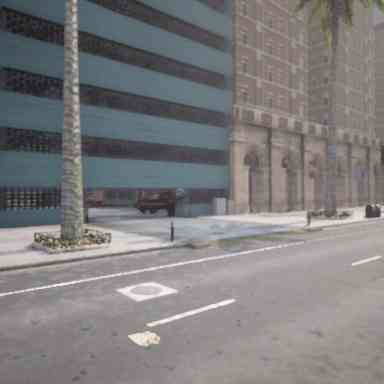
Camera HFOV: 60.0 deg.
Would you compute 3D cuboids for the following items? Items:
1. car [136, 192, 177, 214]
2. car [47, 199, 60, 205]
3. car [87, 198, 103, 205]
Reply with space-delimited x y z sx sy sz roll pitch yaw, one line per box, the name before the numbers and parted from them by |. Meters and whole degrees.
car | -2.905 1.038 33.610 5.566 2.045 2.435 0 0 -39
car | -22.222 1.469 56.695 4.786 1.482 2.161 0 0 -39
car | -15.224 1.502 47.434 4.718 1.301 1.895 0 0 -39
